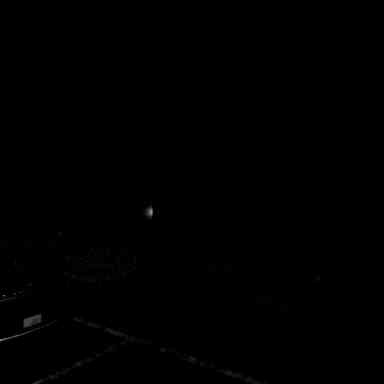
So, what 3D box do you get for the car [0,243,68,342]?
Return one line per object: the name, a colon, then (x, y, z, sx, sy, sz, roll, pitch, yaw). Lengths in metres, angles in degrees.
car: (-4.020, 1.598, 5.968, 4.403, 1.369, 2.008, 0, 0, 36)
